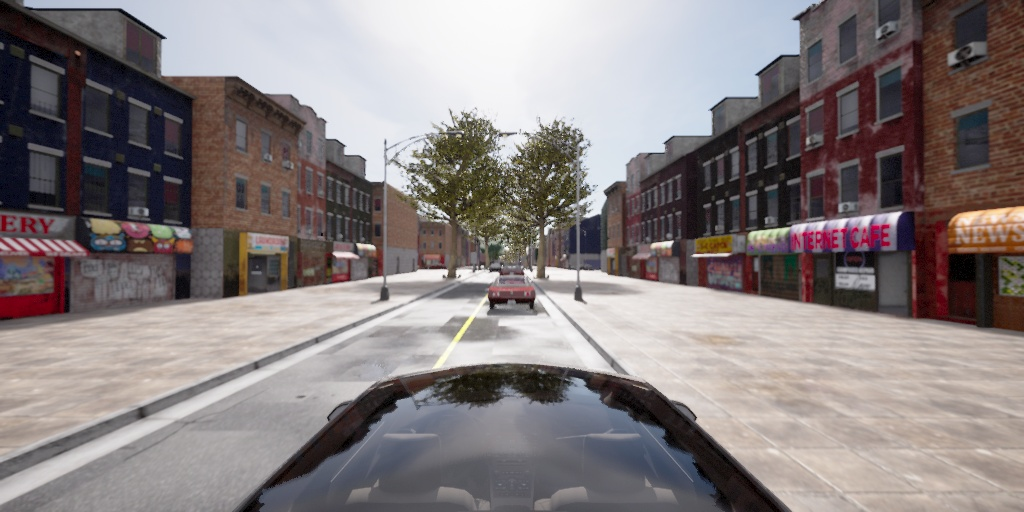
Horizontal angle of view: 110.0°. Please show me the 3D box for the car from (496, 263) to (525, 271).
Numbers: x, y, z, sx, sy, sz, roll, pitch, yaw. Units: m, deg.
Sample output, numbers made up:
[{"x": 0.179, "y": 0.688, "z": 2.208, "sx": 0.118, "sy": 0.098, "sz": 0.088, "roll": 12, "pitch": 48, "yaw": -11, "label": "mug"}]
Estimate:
[{"x": -0.004, "y": 1.450, "z": 30.931, "sx": 2.097, "sy": 1.767, "sz": 4.553, "roll": 0, "pitch": -1, "yaw": 0, "label": "car"}]

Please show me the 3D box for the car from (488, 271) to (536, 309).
[{"x": -0.001, "y": 1.514, "z": 15.965, "sx": 1.895, "sy": 1.301, "sz": 4.718, "roll": 0, "pitch": -1, "yaw": 0, "label": "car"}]

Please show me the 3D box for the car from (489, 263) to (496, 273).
[{"x": -2.769, "y": 1.960, "z": 60.124, "sx": 1.882, "sy": 1.535, "sz": 5.008, "roll": 0, "pitch": -1, "yaw": 0, "label": "car"}]
